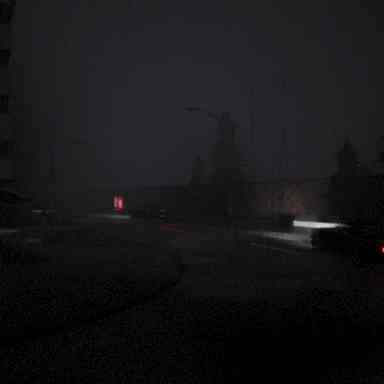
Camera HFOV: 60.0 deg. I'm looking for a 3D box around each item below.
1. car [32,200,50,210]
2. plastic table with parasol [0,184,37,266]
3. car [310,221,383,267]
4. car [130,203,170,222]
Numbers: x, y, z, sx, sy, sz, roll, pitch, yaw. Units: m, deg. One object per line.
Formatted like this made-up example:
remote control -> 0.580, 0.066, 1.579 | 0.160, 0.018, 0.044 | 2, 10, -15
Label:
car -> -22.263, 1.923, 48.970 | 2.033, 1.411, 5.357 | 0, 0, -33
plastic table with parasol -> -6.709, 1.017, 11.093 | 2.482, 2.480, 2.482 | 0, 0, -33
car -> 5.886, 1.663, 11.601 | 1.895, 1.301, 4.718 | 0, 0, -3
car -> -3.673, 1.684, 28.129 | 2.128, 1.511, 4.902 | 0, 0, -33
